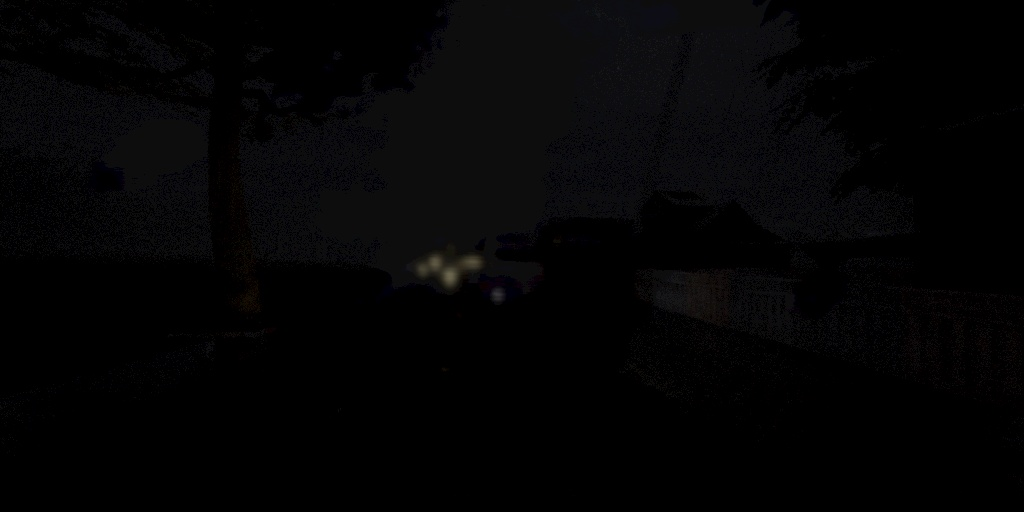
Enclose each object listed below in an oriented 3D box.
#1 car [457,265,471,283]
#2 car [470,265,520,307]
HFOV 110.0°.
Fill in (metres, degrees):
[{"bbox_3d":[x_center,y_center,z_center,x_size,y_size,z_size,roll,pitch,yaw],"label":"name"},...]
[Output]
[{"bbox_3d":[-3.527,1.504,30.822,1.812,1.442,4.674,0,0,-14],"label":"car"},{"bbox_3d":[-0.827,1.356,16.266,1.882,1.535,5.008,0,0,-7],"label":"car"}]
